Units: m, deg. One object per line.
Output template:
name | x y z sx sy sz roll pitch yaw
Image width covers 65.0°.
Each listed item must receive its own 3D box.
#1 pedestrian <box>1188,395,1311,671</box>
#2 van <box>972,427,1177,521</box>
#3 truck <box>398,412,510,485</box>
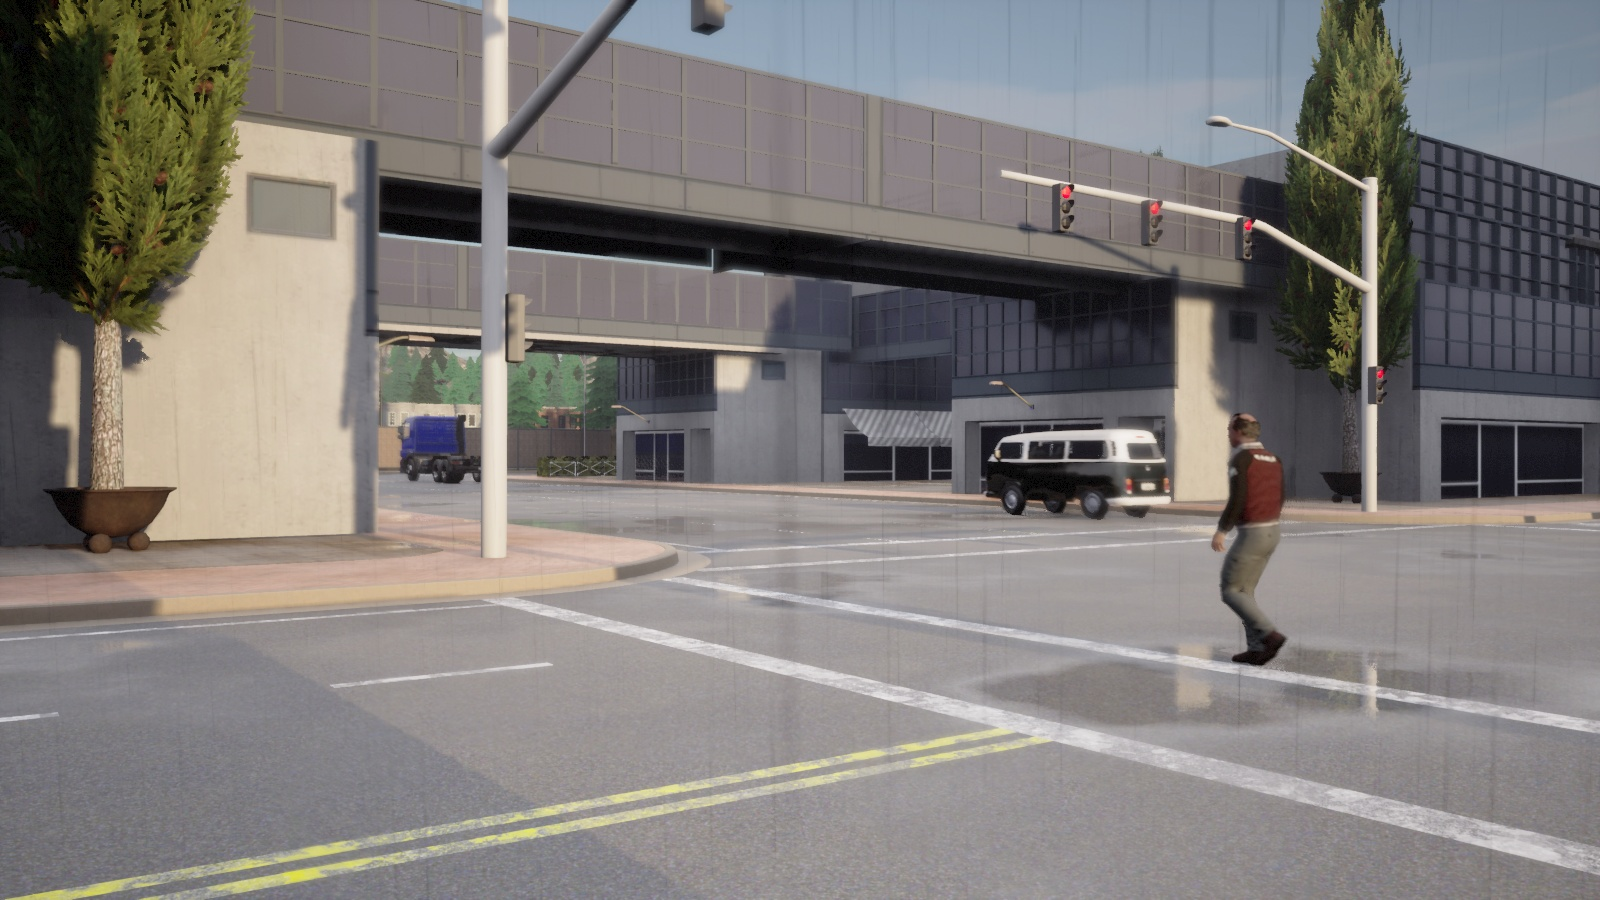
pedestrian | 3.159 0.561 8.839 0.376 1.854 0.720 0 0 -38
van | 6.402 0.527 29.728 2.069 2.038 4.480 0 0 -37
truck | -17.528 -0.048 63.254 2.891 3.462 7.936 0 0 -35
